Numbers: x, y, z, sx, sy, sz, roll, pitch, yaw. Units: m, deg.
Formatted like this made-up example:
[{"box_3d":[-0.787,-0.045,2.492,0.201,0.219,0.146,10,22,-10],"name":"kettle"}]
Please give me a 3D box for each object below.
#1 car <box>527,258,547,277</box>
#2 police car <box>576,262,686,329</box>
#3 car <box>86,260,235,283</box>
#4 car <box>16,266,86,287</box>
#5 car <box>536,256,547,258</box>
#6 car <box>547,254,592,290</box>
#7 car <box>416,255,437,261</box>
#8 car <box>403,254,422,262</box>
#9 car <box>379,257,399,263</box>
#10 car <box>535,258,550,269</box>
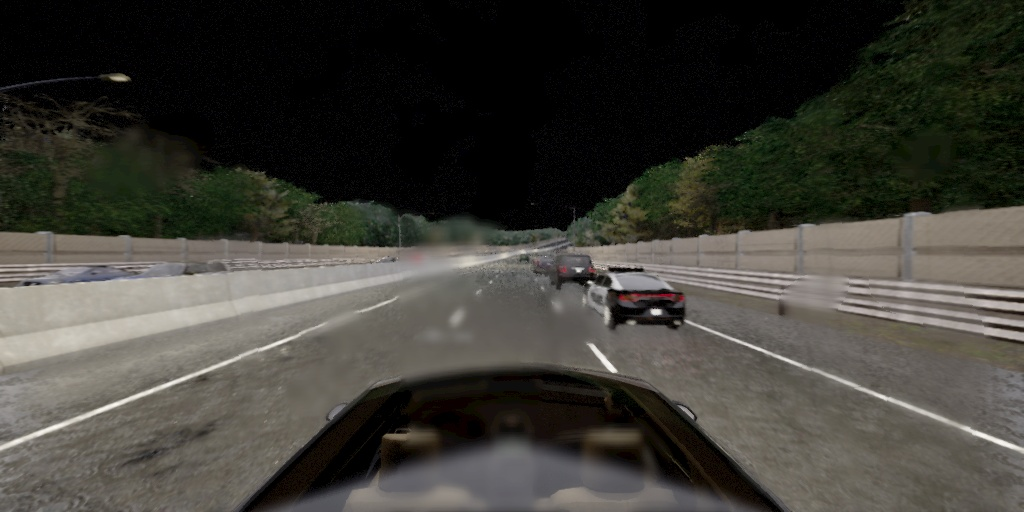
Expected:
[{"box_3d":[3.399,1.180,33.857,2.033,1.411,5.357,0,0,-15],"name":"car"},{"box_3d":[3.517,1.146,11.291,1.930,1.638,5.238,0,0,0],"name":"police car"},{"box_3d":[-14.026,1.007,15.053,2.097,1.767,4.553,0,0,1],"name":"car"},{"box_3d":[-20.997,1.185,17.707,1.994,1.385,4.181,0,0,1],"name":"car"},{"box_3d":[4.173,0.950,43.826,2.097,1.767,4.553,0,0,2],"name":"car"},{"box_3d":[3.635,0.899,22.104,2.150,2.045,5.566,0,0,1],"name":"car"},{"box_3d":[-12.882,0.954,56.156,1.882,1.535,5.008,0,0,3],"name":"car"},{"box_3d":[-16.227,0.668,59.354,2.150,2.045,5.566,0,1,3],"name":"car"},{"box_3d":[-19.813,0.939,57.839,1.837,1.490,4.892,0,0,3],"name":"car"},{"box_3d":[4.594,1.104,54.742,2.033,1.411,5.357,0,0,2],"name":"car"}]
